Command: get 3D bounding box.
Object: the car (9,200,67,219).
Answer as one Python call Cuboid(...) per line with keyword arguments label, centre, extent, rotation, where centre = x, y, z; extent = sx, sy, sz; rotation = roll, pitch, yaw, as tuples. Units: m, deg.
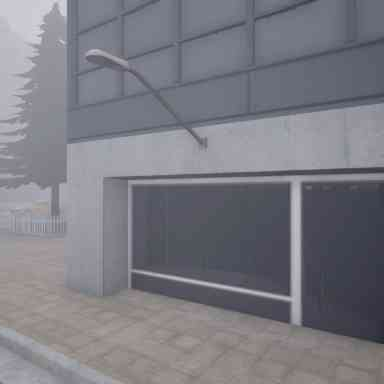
Cuboid(label="car", centre=(-13.828, 1.493, 30.145), extent=(1.882, 1.535, 5.008), rotation=(0, 0, 34))
